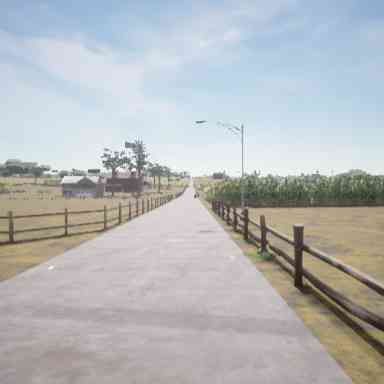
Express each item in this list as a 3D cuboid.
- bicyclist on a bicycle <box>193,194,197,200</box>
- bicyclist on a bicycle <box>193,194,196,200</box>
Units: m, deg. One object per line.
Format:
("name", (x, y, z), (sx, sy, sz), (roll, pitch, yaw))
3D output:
("bicyclist on a bicycle", (0.781, 1.350, 88.964), (0.866, 1.612, 1.509), (2, 2, 0))
("bicyclist on a bicycle", (0.784, 1.264, 79.968), (0.659, 1.776, 1.843), (2, 1, 0))
